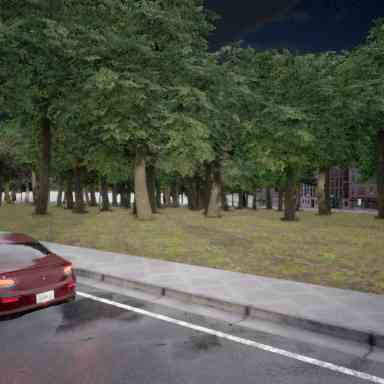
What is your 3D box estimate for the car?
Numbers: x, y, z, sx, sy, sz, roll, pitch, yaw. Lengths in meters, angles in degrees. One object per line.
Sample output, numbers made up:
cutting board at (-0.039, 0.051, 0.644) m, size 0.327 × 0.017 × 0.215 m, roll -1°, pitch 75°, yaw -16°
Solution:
car at (-4.221, 1.524, 6.726) m, size 4.674 × 1.442 × 1.812 m, roll 0°, pitch 0°, yaw 36°
